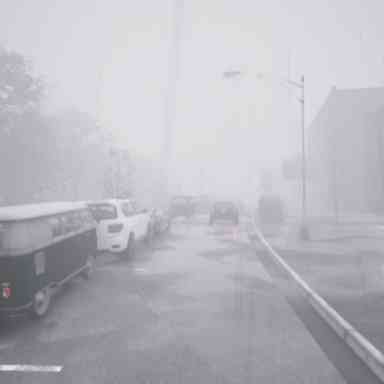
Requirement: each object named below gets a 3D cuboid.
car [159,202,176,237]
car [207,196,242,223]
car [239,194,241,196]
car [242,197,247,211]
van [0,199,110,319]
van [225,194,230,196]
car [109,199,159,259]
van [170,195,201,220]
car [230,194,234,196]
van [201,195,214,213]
[{"bbox_3d":[-2.422,1.580,18.435,2.002,1.452,4.674,-1,1,7],"label":"car"},{"bbox_3d":[2.625,1.425,26.251,2.097,1.767,4.553,0,0,9],"label":"car"},{"bbox_3d":[10.344,1.704,83.700,2.097,1.535,5.008,0,0,14],"label":"car"},{"bbox_3d":[5.710,1.672,42.733,1.994,1.385,4.181,0,0,11],"label":"car"},{"bbox_3d":[-3.460,1.270,7.422,1.878,1.987,4.442,-1,1,2],"label":"van"},{"bbox_3d":[4.742,1.431,56.675,1.878,1.987,4.442,0,0,14],"label":"van"},{"bbox_3d":[-3.042,1.267,12.909,2.435,2.045,5.566,-1,1,3],"label":"car"},{"bbox_3d":[-0.729,1.347,29.562,1.878,1.987,4.442,-1,1,9],"label":"van"},{"bbox_3d":[6.967,1.719,67.417,2.002,1.452,4.674,-1,0,12],"label":"car"},{"bbox_3d":[1.142,1.372,39.336,1.878,1.987,4.442,-1,1,9],"label":"van"}]
